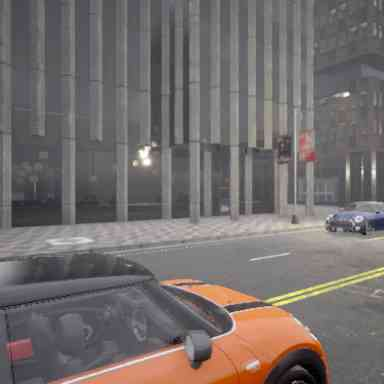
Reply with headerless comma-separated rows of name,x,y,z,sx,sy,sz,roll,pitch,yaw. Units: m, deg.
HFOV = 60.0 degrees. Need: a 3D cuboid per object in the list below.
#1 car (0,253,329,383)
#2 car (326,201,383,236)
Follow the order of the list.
car,-0.879,1.351,2.815,4.553,1.767,2.097,0,0,-36
car,9.376,1.332,18.255,4.553,1.767,2.097,0,0,-35
